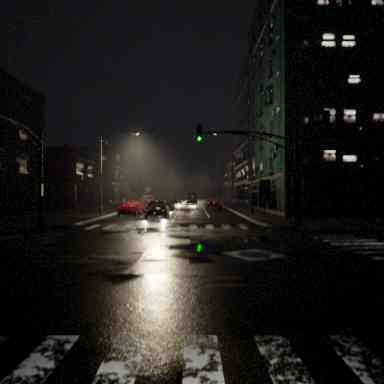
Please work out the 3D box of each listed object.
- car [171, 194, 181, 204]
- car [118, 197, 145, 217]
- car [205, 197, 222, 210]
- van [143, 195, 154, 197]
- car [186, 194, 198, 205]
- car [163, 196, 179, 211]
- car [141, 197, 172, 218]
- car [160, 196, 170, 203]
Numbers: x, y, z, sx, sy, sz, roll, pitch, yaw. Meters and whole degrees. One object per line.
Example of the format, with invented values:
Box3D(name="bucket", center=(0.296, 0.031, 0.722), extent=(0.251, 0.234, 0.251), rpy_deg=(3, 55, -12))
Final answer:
Box3D(name="car", center=(-3.008, 1.415, 61.431), extent=(1.882, 1.535, 5.008), rpy_deg=(0, 0, 0))
Box3D(name="car", center=(-5.748, 1.512, 31.144), extent=(1.887, 1.381, 4.507), rpy_deg=(1, 0, 0))
Box3D(name="car", center=(2.713, 1.396, 42.572), extent=(1.967, 1.590, 4.097), rpy_deg=(1, 0, 0))
Box3D(name="van", center=(-5.665, 1.297, 42.513), extent=(1.690, 1.788, 3.998), rpy_deg=(1, 0, 0))
Box3D(name="car", center=(0.010, 1.487, 58.813), extent=(2.033, 1.411, 5.357), rpy_deg=(0, 0, 0))
Box3D(name="car", center=(-3.080, 1.503, 40.879), extent=(2.033, 1.411, 5.357), rpy_deg=(0, 0, 0))
Box3D(name="car", center=(-3.089, 1.474, 29.751), extent=(1.837, 1.490, 4.892), rpy_deg=(0, 0, 0))
Box3D(name="car", center=(-5.665, 1.510, 70.946), extent=(1.802, 1.307, 4.206), rpy_deg=(1, 0, 0))
